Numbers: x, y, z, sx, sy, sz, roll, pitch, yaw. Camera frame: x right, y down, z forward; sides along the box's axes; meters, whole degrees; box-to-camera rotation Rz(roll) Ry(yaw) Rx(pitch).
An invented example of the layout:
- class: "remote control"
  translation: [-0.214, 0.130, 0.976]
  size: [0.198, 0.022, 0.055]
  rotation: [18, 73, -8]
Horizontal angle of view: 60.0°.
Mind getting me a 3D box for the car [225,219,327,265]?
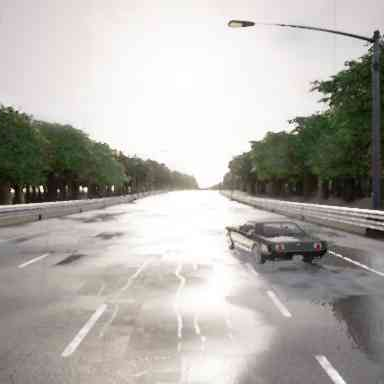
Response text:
- class: "car"
  translation: [2.651, 1.629, 11.881]
  size: [1.895, 1.301, 4.718]
  rotation: [0, 0, -11]
